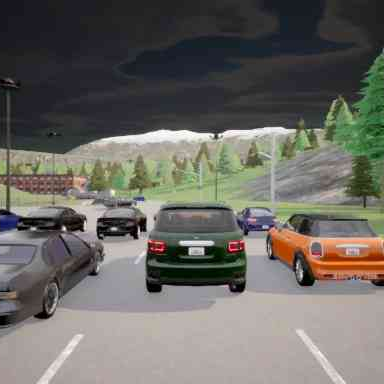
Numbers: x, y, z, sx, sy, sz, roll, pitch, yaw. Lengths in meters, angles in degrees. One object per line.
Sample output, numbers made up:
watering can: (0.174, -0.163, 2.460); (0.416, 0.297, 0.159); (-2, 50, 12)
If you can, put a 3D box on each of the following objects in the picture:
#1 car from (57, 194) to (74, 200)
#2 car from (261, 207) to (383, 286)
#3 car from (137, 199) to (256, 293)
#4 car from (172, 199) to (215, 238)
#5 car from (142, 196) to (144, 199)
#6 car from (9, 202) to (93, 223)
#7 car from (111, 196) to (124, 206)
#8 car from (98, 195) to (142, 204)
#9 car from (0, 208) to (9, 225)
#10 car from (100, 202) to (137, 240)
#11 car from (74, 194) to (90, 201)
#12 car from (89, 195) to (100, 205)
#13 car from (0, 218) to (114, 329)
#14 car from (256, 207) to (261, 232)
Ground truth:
car: (-32.554, 1.478, 87.343); (5.008, 1.535, 1.882); (0, 0, 39)
car: (3.581, 1.352, 9.543); (2.097, 1.767, 4.553); (0, 0, 0)
car: (0.082, 1.221, 9.012); (2.150, 2.045, 5.566); (0, 0, 0)
car: (0.022, 1.352, 18.575); (2.097, 1.767, 4.553); (0, 0, -1)
car: (-12.845, 1.478, 79.265); (1.882, 1.535, 5.008); (0, 0, -27)
car: (-6.958, 1.478, 17.123); (1.882, 1.535, 5.008); (0, 0, 1)
car: (-12.803, 1.525, 57.550); (1.812, 1.442, 4.674); (1, 0, -7)
car: (-9.520, 1.491, 44.339); (2.128, 1.511, 4.902); (1, 0, 37)
car: (-10.453, 1.526, 17.326); (1.812, 1.442, 4.674); (0, 0, -1)
car: (-3.452, 1.478, 17.113); (1.882, 1.535, 5.008); (0, 0, 0)
car: (-28.680, 1.500, 88.632); (4.892, 1.490, 1.837); (0, 0, 39)
car: (-16.420, 1.526, 58.471); (1.812, 1.442, 4.674); (1, 0, -10)
car: (-3.413, 1.547, 7.287); (2.033, 1.411, 5.357); (0, 0, -1)
car: (3.528, 1.526, 18.399); (1.812, 1.442, 4.674); (0, 0, -1)
